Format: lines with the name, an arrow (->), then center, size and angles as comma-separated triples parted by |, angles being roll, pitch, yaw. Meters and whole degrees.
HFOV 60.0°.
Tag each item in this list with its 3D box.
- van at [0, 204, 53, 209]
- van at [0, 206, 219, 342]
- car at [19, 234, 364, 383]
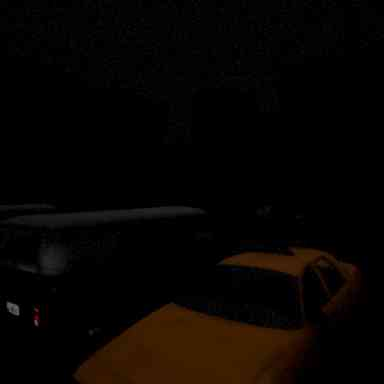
van -> -5.613, 1.361, 9.420 | 1.878, 1.987, 4.442 | -1, 0, 36
van -> -1.126, 1.299, 6.217 | 1.878, 1.987, 4.442 | -1, 0, 36
car -> 0.946, 1.494, 4.367 | 1.946, 1.575, 5.366 | -1, 0, 36
